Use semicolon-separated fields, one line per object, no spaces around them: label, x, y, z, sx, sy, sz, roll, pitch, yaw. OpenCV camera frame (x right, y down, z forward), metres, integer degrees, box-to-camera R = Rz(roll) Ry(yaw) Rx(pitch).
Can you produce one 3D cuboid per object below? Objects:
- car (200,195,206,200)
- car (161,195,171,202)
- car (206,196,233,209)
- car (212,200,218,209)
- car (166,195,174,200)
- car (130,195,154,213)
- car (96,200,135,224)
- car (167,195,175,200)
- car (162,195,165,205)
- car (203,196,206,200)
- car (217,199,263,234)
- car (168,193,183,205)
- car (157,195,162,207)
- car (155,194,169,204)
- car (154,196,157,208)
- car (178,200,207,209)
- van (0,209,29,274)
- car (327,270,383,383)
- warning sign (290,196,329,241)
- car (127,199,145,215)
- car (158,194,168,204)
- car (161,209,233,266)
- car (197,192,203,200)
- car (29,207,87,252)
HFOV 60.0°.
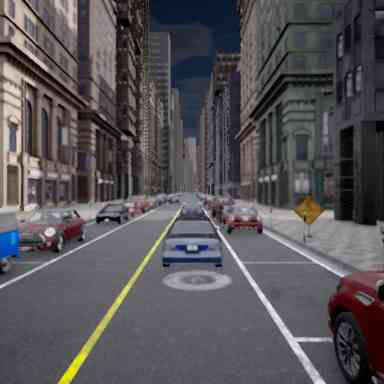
car;2.761;1.483;52.714;1.887;1.381;4.507;0;0;0
car;-5.766;1.459;75.115;1.887;1.381;4.507;0;0;0
car;2.764;1.279;30.304;2.192;1.841;5.009;0;0;0
car;2.763;1.536;24.703;1.947;1.339;4.313;0;0;0
car;-5.768;1.486;86.318;1.802;1.307;4.206;0;0;0
car;-5.762;1.272;35.902;2.192;1.841;5.009;0;0;0
car;-5.762;1.536;24.699;1.947;1.339;4.313;0;0;0
car;-5.768;1.424;91.750;1.752;1.417;4.829;0;0;0
car;-5.765;1.504;52.708;1.947;1.339;4.313;0;0;0
car;2.762;1.502;41.509;2.008;1.369;4.403;0;0;0
car;2.764;1.417;19.101;1.967;1.590;4.097;0;0;0
car;-3.062;1.437;58.700;1.837;1.490;4.892;0;0;0
car;-5.764;1.496;47.106;2.008;1.369;4.403;0;0;0
car;-5.765;1.241;63.911;2.192;1.841;5.009;0;0;0
car;-5.763;1.477;41.334;1.752;1.417;4.829;0;0;0
car;0.034;1.567;27.940;1.895;1.301;4.718;0;0;0
van;-5.760;1.331;7.893;1.690;1.788;3.998;0;0;0
car;2.766;1.312;2.294;2.192;1.841;5.009;0;0;0
warning sign;5.062;1.098;14.408;1.300;1.860;1.060;0;0;0
car;-5.763;1.546;30.300;1.802;1.307;4.206;0;0;0
car;-5.765;1.373;58.309;1.967;1.590;4.097;0;0;0
car;0.022;1.534;11.386;2.033;1.411;5.357;0;0;0
car;2.759;1.349;80.724;1.967;1.590;4.097;0;0;0
car;-5.761;1.423;13.495;1.967;1.590;4.097;0;0;0
